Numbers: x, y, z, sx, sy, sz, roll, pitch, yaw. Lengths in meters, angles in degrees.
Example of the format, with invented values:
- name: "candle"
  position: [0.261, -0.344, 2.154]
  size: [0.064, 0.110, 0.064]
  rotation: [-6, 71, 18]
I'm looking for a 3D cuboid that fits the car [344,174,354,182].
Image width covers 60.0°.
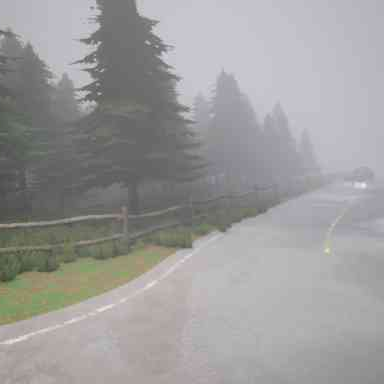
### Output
- name: "car"
  position: [22.313, -2.137, 46.113]
  size: [2.033, 1.411, 5.357]
  rotation: [-1, 3, 31]

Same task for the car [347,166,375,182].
- name: "car"
  position: [23.360, -2.530, 44.925]
  size: [4.902, 1.511, 2.128]
  rotation: [-3, 46, -48]
